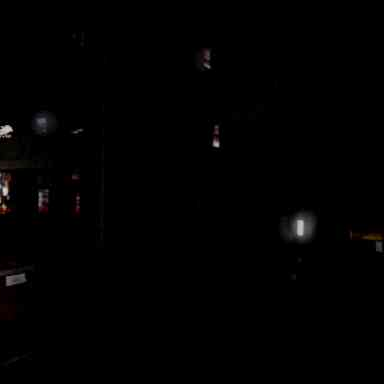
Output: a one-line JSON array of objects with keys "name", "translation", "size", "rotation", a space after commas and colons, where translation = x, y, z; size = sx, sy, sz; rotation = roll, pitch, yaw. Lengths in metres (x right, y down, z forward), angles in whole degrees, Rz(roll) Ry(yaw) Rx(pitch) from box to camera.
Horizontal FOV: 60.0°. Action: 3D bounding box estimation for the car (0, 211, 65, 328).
[{"name": "car", "translation": [-4.353, 1.266, 5.969], "size": [5.009, 1.841, 2.192], "rotation": [0, 1, 36]}]
